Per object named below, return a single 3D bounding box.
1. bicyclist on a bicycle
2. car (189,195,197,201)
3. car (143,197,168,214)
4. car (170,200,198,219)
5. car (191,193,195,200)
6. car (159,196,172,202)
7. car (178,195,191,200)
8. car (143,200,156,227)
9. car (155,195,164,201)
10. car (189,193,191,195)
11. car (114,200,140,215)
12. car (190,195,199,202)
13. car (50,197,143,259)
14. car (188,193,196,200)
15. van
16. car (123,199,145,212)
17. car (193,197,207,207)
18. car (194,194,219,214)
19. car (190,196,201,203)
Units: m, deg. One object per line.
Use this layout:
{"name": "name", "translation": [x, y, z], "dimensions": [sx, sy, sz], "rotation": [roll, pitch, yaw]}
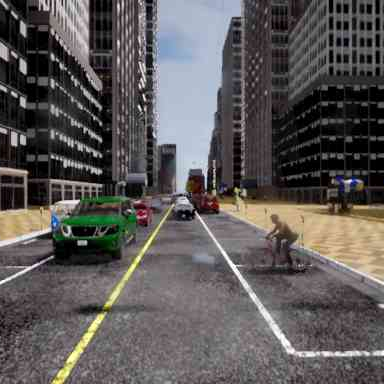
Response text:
{"name": "bicyclist on a bicycle", "translation": [2.447, 1.431, 9.212], "dimensions": [1.656, 1.620, 0.582], "rotation": [0, 0, -2]}
{"name": "car", "translation": [0.163, 1.536, 84.602], "dimensions": [1.947, 1.339, 4.313], "rotation": [0, 0, -2]}
{"name": "car", "translation": [-4.075, 1.538, 35.918], "dimensions": [2.033, 1.411, 5.357], "rotation": [0, 0, -2]}
{"name": "car", "translation": [-0.736, 1.593, 28.801], "dimensions": [1.895, 1.301, 4.718], "rotation": [0, 0, -2]}
{"name": "car", "translation": [1.342, 1.301, 45.846], "dimensions": [2.192, 1.841, 5.009], "rotation": [0, 0, -2]}
{"name": "car", "translation": [-4.990, 1.504, 65.639], "dimensions": [1.812, 1.442, 4.674], "rotation": [0, 0, -1]}
{"name": "car", "translation": [-1.338, 1.511, 48.582], "dimensions": [1.812, 1.442, 4.674], "rotation": [0, 0, -2]}
{"name": "car", "translation": [-3.753, 1.520, 23.005], "dimensions": [1.812, 1.442, 4.674], "rotation": [0, 0, -2]}
{"name": "car", "translation": [-8.213, 1.552, 84.348], "dimensions": [1.802, 1.307, 4.206], "rotation": [0, 0, -2]}
{"name": "car", "translation": [1.006, 1.297, 56.919], "dimensions": [2.192, 1.841, 5.009], "rotation": [0, 0, -2]}
{"name": "car", "translation": [-6.699, 1.557, 34.516], "dimensions": [1.947, 1.339, 4.313], "rotation": [0, 0, -2]}
{"name": "car", "translation": [0.495, 1.500, 73.699], "dimensions": [1.752, 1.417, 4.829], "rotation": [0, 0, -2]}
{"name": "car", "translation": [-3.456, 1.218, 12.984], "dimensions": [2.150, 2.045, 5.566], "rotation": [0, 0, -2]}
{"name": "car", "translation": [-0.004, 1.282, 90.139], "dimensions": [2.192, 1.841, 5.009], "rotation": [0, 0, -2]}
{"name": "van", "translation": [-6.193, 1.337, 17.906], "dimensions": [1.690, 1.788, 3.998], "rotation": [0, 0, -2]}
{"name": "car", "translation": [-6.867, 1.540, 40.053], "dimensions": [2.008, 1.369, 4.403], "rotation": [0, 0, -2]}
{"name": "car", "translation": [1.173, 1.550, 51.382], "dimensions": [1.947, 1.339, 4.313], "rotation": [0, 0, -2]}
{"name": "car", "translation": [1.678, 1.306, 34.771], "dimensions": [2.192, 1.841, 5.009], "rotation": [0, 0, -2]}
{"name": "car", "translation": [0.668, 1.528, 67.992], "dimensions": [2.008, 1.369, 4.403], "rotation": [0, 0, -2]}
